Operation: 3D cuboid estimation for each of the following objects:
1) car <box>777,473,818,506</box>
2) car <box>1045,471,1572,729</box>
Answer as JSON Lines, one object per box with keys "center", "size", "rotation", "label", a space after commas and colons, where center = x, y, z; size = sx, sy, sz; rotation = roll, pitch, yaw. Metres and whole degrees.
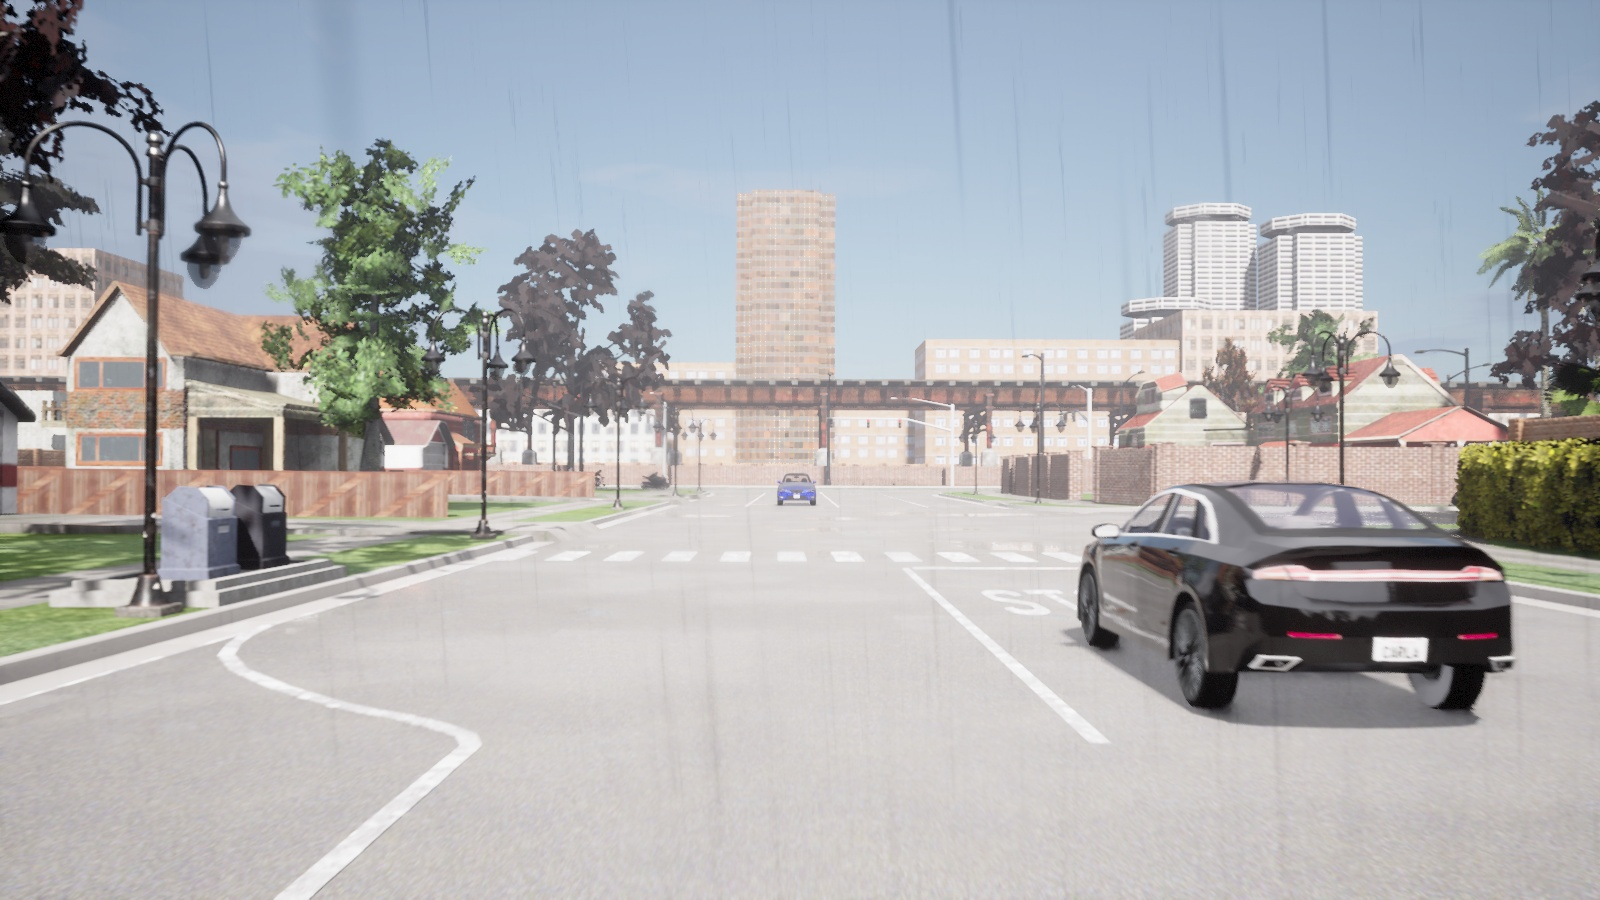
{"center": [-0.138, 1.795, 57.728], "size": [1.816, 1.474, 4.193], "rotation": [0, -1, 0], "label": "car"}
{"center": [3.475, 0.922, 9.857], "size": [2.128, 1.511, 4.902], "rotation": [0, -1, 0], "label": "car"}
